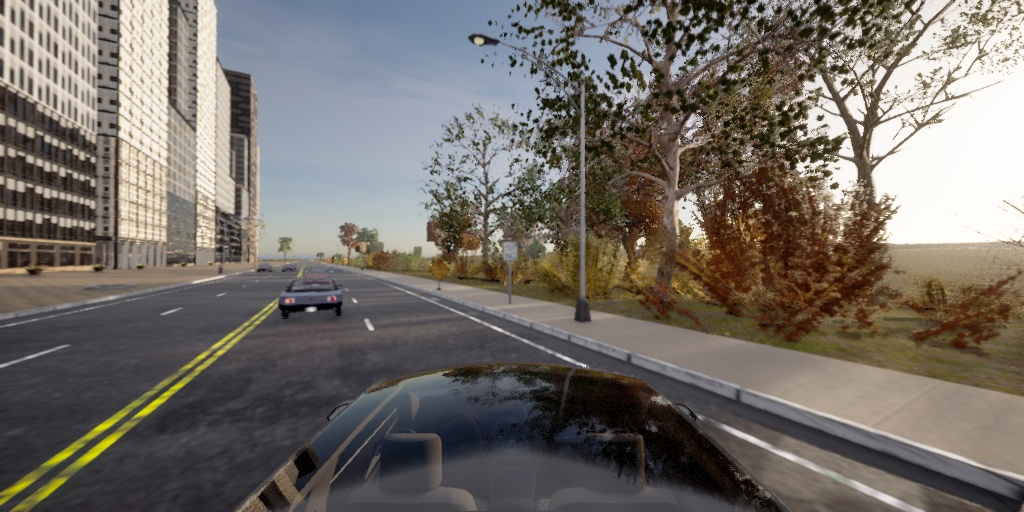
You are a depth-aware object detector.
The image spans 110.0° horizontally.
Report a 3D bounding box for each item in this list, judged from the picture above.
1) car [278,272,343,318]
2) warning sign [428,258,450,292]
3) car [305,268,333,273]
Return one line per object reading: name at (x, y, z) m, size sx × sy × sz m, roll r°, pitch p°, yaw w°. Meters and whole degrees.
car at (-7.555, 1.482, 13.728) m, size 1.895 × 1.301 × 4.718 m, roll 0°, pitch -1°, yaw -27°
warning sign at (-4.171, 1.070, 20.488) m, size 1.300 × 1.860 × 1.060 m, roll 0°, pitch 0°, yaw -27°
car at (-14.683, 1.590, 27.300) m, size 1.994 × 1.385 × 4.181 m, roll 0°, pitch -1°, yaw -29°
